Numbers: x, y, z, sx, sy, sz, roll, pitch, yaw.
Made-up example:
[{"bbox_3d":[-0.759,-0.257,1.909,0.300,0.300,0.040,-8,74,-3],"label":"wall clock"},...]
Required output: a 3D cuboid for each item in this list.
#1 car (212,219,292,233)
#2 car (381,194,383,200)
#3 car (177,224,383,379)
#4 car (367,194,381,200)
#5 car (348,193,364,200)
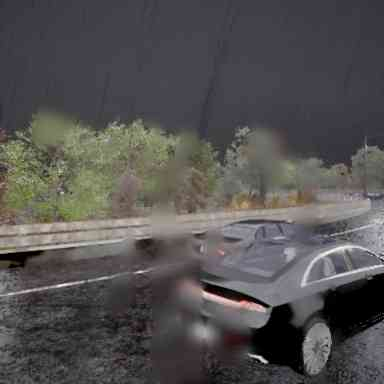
[{"bbox_3d":[2.244,1.545,10.210,5.357,1.411,2.033,0,0,-40],"label":"car"},{"bbox_3d":[46.757,1.171,80.781,1.837,1.490,4.892,0,0,4],"label":"car"},{"bbox_3d":[2.045,1.488,5.568,4.902,1.511,2.128,0,0,-38],"label":"car"},{"bbox_3d":[43.273,1.168,81.115,1.882,1.535,5.008,0,0,4],"label":"car"},{"bbox_3d":[39.789,1.210,81.448,1.837,1.490,4.892,0,0,4],"label":"car"}]
